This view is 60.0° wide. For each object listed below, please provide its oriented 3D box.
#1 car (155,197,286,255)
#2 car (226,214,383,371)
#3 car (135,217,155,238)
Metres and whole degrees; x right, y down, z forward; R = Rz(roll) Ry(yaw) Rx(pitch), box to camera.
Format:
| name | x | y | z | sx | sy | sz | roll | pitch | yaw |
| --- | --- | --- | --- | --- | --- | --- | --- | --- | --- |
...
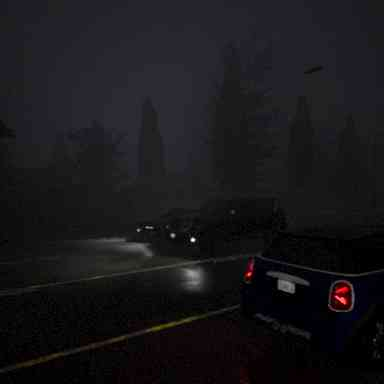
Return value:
| name | x | y | z | sx | sy | sz | roll | pitch | yaw |
| --- | --- | --- | --- | --- | --- | --- | --- | --- | --- |
| car | 1.556 | 1.221 | 13.699 | 5.566 | 2.045 | 2.150 | 0 | 0 | -36 |
| car | 3.060 | 1.351 | 5.928 | 4.553 | 1.767 | 2.097 | 0 | 0 | -35 |
| car | -0.460 | 1.504 | 16.562 | 4.892 | 1.490 | 1.837 | 0 | 0 | -36 |
